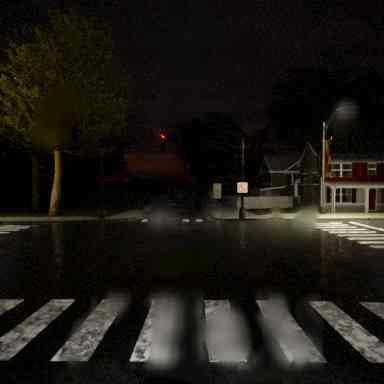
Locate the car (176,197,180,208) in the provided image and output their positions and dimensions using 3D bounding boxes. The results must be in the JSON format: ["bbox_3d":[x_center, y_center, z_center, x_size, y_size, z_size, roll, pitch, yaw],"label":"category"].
[{"bbox_3d":[-2.945,1.460,44.136,1.837,1.490,4.892,0,0,0],"label":"car"}]

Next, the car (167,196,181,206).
[{"bbox_3d":[-2.900,1.482,55.261,2.033,1.411,5.357,0,0,0],"label":"car"}]

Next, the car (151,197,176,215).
[{"bbox_3d":[-2.982,1.447,33.834,1.882,1.535,5.008,0,0,0],"label":"car"}]
